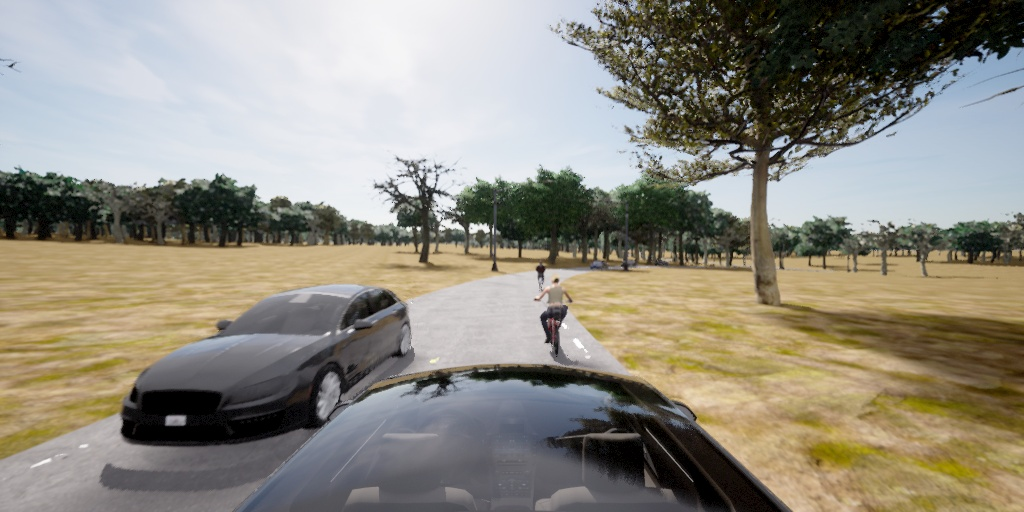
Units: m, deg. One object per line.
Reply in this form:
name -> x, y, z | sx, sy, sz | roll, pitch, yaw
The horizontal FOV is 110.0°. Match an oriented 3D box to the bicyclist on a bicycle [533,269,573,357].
bicyclist on a bicycle -> 0.880, 1.162, 7.487 | 0.866, 1.612, 1.509 | 1, -1, 0

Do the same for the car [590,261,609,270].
car -> 14.397, 1.472, 58.869 | 2.033, 1.411, 5.357 | 1, 0, 31

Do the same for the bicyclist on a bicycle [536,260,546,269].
bicyclist on a bicycle -> 1.713, 1.140, 21.135 | 0.659, 1.776, 1.843 | 0, 0, 7

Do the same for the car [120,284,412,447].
car -> -3.034, 1.257, 5.704 | 1.837, 1.490, 4.892 | 0, 0, 1
